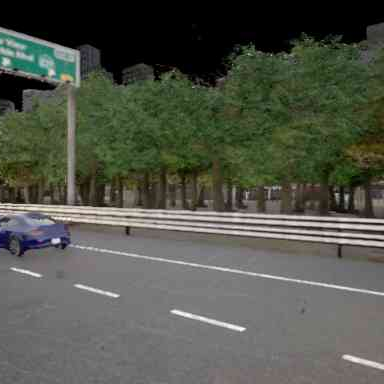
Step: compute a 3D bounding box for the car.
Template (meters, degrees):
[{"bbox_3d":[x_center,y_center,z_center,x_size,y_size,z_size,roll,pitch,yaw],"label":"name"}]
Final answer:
[{"bbox_3d":[-6.589,1.532,12.868,4.674,1.442,1.812,0,0,36],"label":"car"}]
